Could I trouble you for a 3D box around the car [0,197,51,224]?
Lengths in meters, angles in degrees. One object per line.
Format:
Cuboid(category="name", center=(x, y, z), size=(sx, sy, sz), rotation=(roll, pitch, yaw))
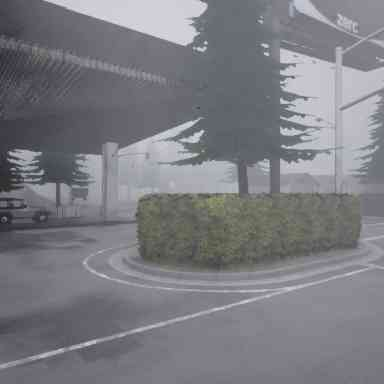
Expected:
Cuboid(category="car", center=(-12.104, 1.313, 23.392), size=(3.866, 1.878, 1.905), rotation=(0, 0, -36))
